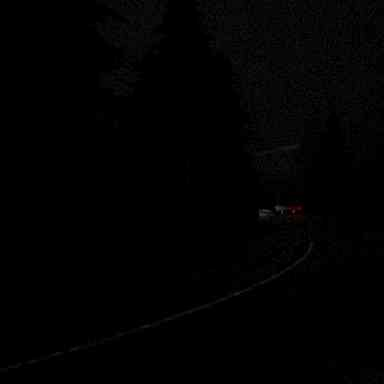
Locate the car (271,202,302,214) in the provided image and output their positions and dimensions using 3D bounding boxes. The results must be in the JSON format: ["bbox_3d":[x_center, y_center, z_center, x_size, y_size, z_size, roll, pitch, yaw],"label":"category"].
[{"bbox_3d":[10.451,1.756,37.203,1.895,1.301,4.718,0,0,-7],"label":"car"}]
